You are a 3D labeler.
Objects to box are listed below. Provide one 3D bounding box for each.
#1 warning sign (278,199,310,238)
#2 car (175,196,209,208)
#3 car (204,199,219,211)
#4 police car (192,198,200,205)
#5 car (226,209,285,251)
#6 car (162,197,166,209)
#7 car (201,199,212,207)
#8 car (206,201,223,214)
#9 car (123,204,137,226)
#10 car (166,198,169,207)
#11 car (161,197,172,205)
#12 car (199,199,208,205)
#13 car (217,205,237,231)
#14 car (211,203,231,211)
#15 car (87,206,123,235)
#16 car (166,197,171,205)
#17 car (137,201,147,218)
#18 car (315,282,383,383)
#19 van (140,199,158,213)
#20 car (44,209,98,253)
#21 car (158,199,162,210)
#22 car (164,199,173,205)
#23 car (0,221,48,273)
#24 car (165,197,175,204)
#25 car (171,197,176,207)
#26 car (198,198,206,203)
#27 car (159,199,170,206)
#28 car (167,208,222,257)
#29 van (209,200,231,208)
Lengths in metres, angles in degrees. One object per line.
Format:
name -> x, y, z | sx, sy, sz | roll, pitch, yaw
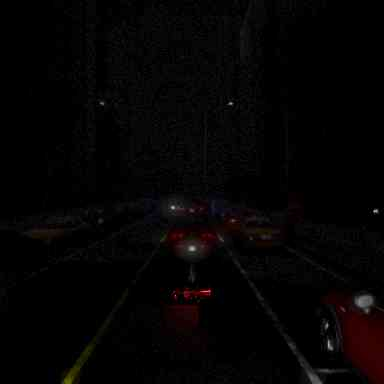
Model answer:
warning sign -> 5.065, 1.275, 16.594 | 1.300, 1.860, 1.060 | 0, -1, 0
car -> 0.014, 1.489, 27.599 | 2.150, 2.045, 5.566 | 0, 0, 0
car -> 2.770, 1.900, 48.122 | 1.967, 1.590, 4.097 | 0, -1, 0
police car -> 0.865, 2.209, 81.692 | 1.930, 1.638, 5.238 | 0, -1, 0
car -> 2.767, 1.666, 14.680 | 1.752, 1.417, 4.829 | 0, -1, 0
car -> -5.755, 1.954, 53.715 | 1.967, 1.590, 4.097 | 0, -1, 0
car -> 2.771, 2.166, 64.927 | 1.887, 1.381, 4.507 | 0, -1, 0
car -> 2.769, 1.951, 42.520 | 1.887, 1.381, 4.507 | 0, -1, 0
car -> -5.758, 1.791, 25.705 | 1.887, 1.381, 4.507 | 0, -1, 0
car -> -5.755, 2.133, 59.315 | 1.947, 1.339, 4.313 | 0, -1, 0
car -> -5.753, 2.044, 76.122 | 2.192, 1.841, 5.009 | 0, -1, 0
car -> 2.771, 2.349, 81.733 | 1.947, 1.339, 4.313 | 0, -1, 0
car -> 2.767, 1.738, 20.112 | 1.887, 1.381, 4.507 | 0, -1, 0
car -> 2.767, 1.791, 25.714 | 1.887, 1.381, 4.507 | 0, -1, 0
car -> -5.758, 1.633, 20.105 | 1.967, 1.590, 4.097 | 0, -1, 0
car -> -5.754, 2.061, 64.917 | 1.967, 1.590, 4.097 | 0, -1, 0
car -> -5.757, 1.844, 31.308 | 1.887, 1.381, 4.507 | 0, -1, 0
car -> 2.766, 1.473, 3.307 | 1.967, 1.590, 4.097 | 0, -1, 0
van -> -5.756, 1.748, 42.513 | 1.690, 1.788, 3.998 | 0, -1, 0
car -> -5.759, 1.663, 14.333 | 1.752, 1.417, 4.829 | 0, -1, 0
car -> -5.756, 2.042, 48.112 | 1.802, 1.307, 4.206 | 0, -1, 0
car -> -5.754, 2.365, 81.720 | 1.802, 1.307, 4.206 | 0, -1, 0
car -> -5.759, 1.668, 8.901 | 1.802, 1.307, 4.206 | 0, -1, 0
car -> -5.752, 2.154, 87.325 | 2.192, 1.841, 5.009 | 0, -1, 0
car -> -3.015, 2.187, 65.350 | 1.994, 1.385, 4.181 | 0, -1, 1
car -> 2.772, 2.445, 92.936 | 2.008, 1.369, 4.403 | 0, -1, 0
car -> -5.755, 2.241, 70.518 | 1.947, 1.339, 4.313 | 0, -1, 0
car -> 0.021, 1.637, 13.515 | 1.837, 1.490, 4.892 | 0, 0, 0
van -> 2.769, 1.641, 31.317 | 1.690, 1.788, 3.998 | 0, -1, 0
